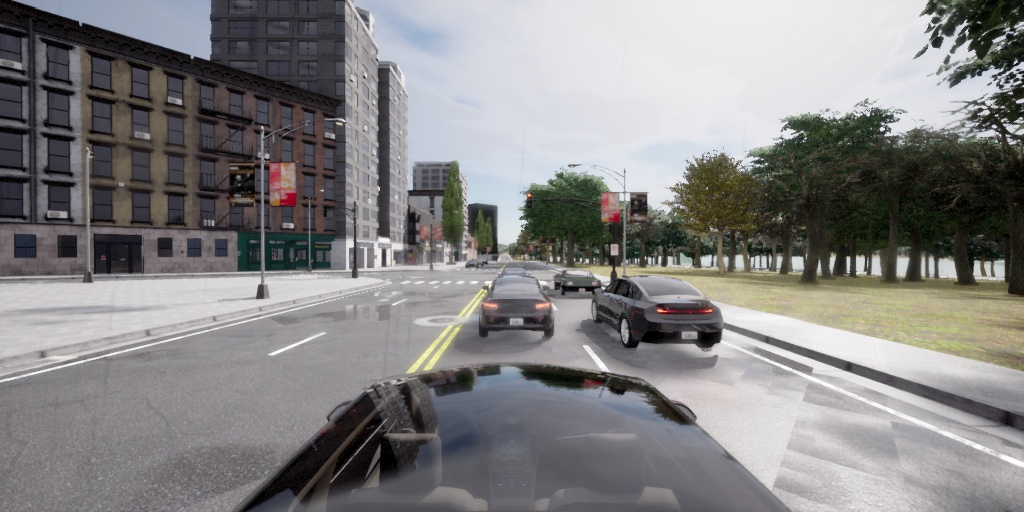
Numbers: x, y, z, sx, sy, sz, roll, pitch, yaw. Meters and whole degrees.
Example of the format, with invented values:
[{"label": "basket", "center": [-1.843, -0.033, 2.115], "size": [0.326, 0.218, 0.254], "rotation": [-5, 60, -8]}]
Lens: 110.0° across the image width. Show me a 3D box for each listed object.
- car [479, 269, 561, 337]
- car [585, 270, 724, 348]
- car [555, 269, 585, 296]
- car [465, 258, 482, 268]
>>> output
[{"label": "car", "center": [0.114, 1.274, 10.163], "size": [1.812, 1.442, 4.674], "rotation": [0, 0, 0]}, {"label": "car", "center": [3.360, 1.253, 9.195], "size": [1.837, 1.490, 4.892], "rotation": [0, 0, 0]}, {"label": "car", "center": [3.374, 1.347, 19.440], "size": [1.895, 1.301, 4.718], "rotation": [0, 0, 0]}, {"label": "car", "center": [-6.502, 1.297, 59.173], "size": [1.994, 1.385, 4.181], "rotation": [0, 0, 0]}]
